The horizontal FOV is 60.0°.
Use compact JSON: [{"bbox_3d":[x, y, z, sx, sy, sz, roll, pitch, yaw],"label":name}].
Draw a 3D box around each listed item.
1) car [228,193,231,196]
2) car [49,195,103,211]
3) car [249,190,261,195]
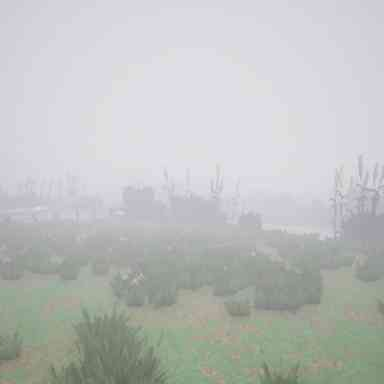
[{"bbox_3d":[5.283,0.908,47.514,1.882,1.535,5.008,0,-2,44],"label":"car"},{"bbox_3d":[-10.458,1.107,30.343,1.837,1.490,4.892,0,3,41],"label":"car"},{"bbox_3d":[10.224,0.765,47.494,2.150,2.045,5.566,0,-2,44],"label":"car"}]
